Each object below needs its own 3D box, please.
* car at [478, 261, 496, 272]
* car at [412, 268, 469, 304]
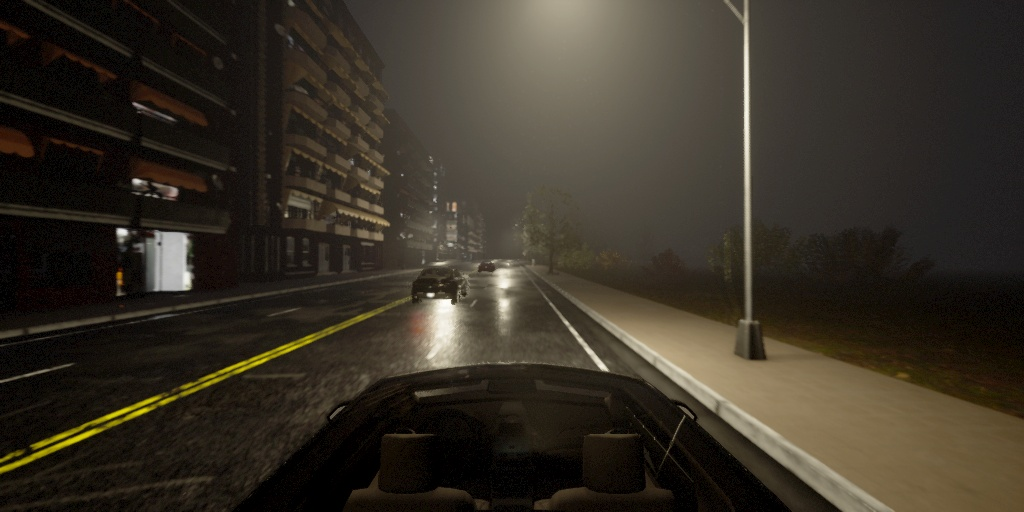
[{"bbox_3d":[-3.142,1.312,45.453,1.994,1.385,4.181,0,0,0],"label":"car"},{"bbox_3d":[-3.146,1.255,16.289,1.837,1.490,4.892,0,0,0],"label":"car"}]
